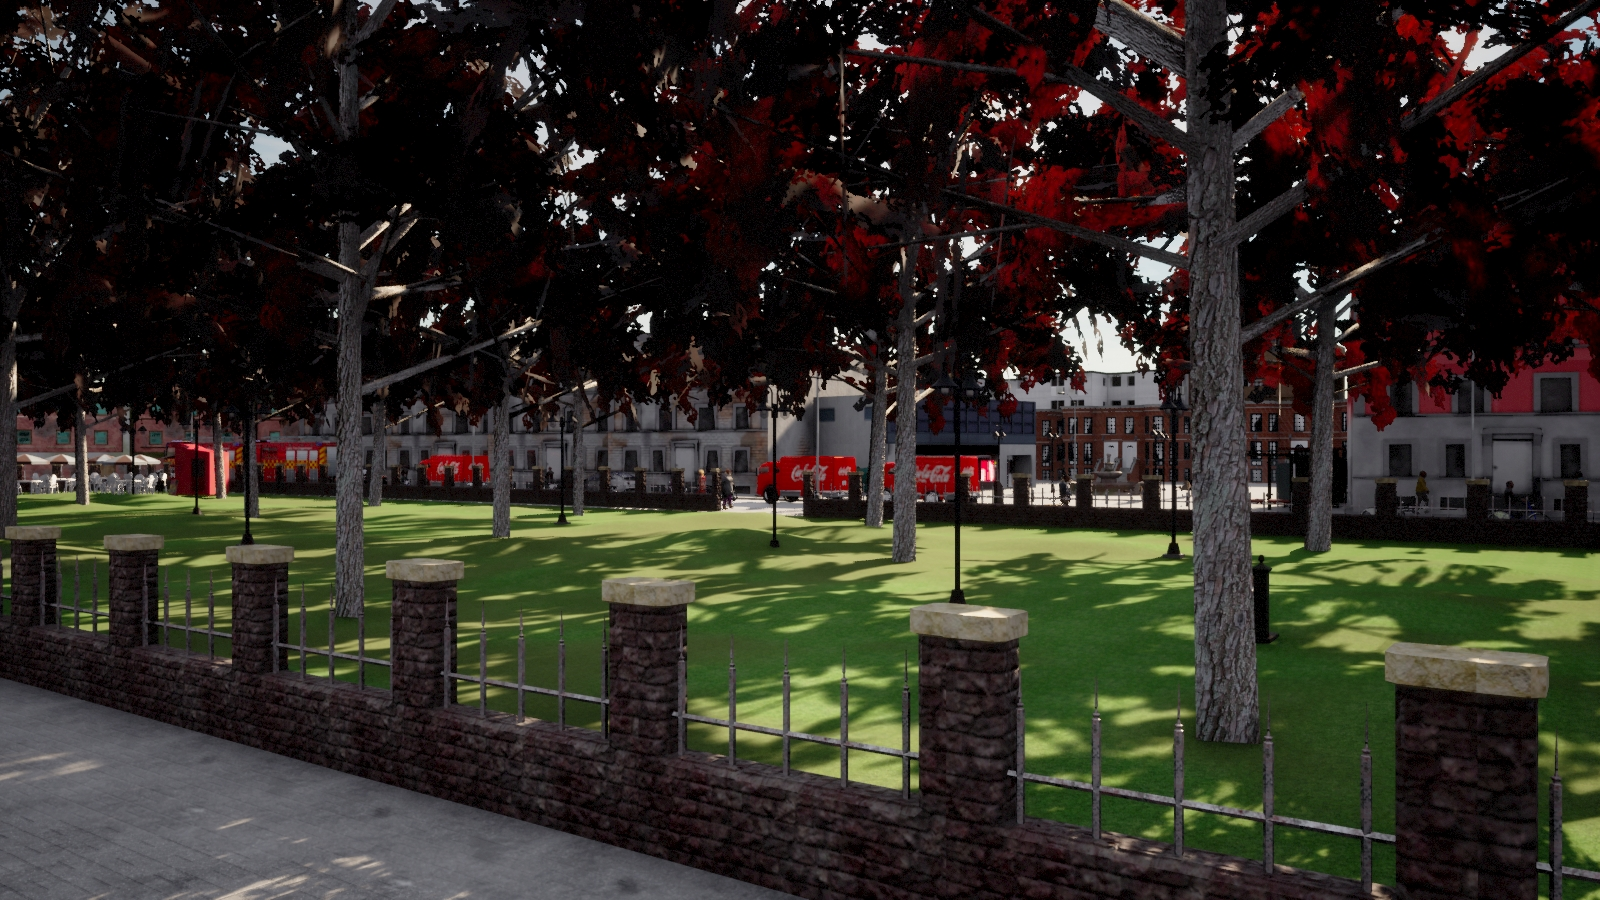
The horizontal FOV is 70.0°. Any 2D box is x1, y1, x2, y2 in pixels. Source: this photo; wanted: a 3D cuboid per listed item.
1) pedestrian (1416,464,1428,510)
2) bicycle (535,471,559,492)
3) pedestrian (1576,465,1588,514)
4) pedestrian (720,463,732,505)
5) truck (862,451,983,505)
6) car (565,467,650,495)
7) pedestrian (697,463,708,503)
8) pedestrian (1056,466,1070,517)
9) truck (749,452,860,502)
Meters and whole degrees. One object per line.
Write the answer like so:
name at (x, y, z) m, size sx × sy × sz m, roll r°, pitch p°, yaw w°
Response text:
pedestrian at (25.565, 1.524, 46.964) m, size 0.375 × 1.860 × 0.375 m, roll 0°, pitch 0°, yaw 33°
bicycle at (-15.681, 1.940, 70.806) m, size 1.835 × 1.271 × 0.329 m, roll 0°, pitch 0°, yaw 35°
pedestrian at (30.296, 1.522, 44.278) m, size 0.375 × 1.860 × 0.375 m, roll 0°, pitch 0°, yaw 36°
pedestrian at (-3.341, 1.525, 51.376) m, size 0.375 × 1.860 × 0.375 m, roll 0°, pitch 0°, yaw 38°
truck at (5.919, 1.337, 55.617) m, size 5.204 × 2.467 × 2.627 m, roll -1°, pitch -1°, yaw 35°
car at (-11.432, 1.827, 67.802) m, size 4.902 × 1.511 × 2.128 m, roll 0°, pitch 0°, yaw 35°
pedestrian at (-4.518, 1.522, 52.988) m, size 0.375 × 1.860 × 0.375 m, roll 0°, pitch 0°, yaw 33°
pedestrian at (9.718, 1.524, 42.179) m, size 0.375 × 1.860 × 0.375 m, roll 0°, pitch 0°, yaw 35°
truck at (0.205, 1.348, 59.637) m, size 5.204 × 2.467 × 2.627 m, roll 0°, pitch 0°, yaw 35°
